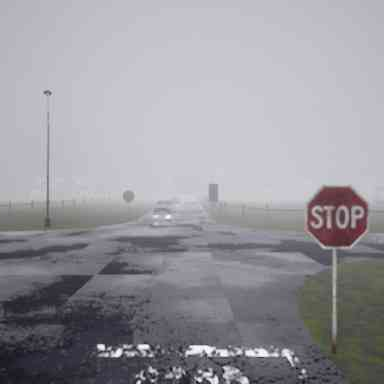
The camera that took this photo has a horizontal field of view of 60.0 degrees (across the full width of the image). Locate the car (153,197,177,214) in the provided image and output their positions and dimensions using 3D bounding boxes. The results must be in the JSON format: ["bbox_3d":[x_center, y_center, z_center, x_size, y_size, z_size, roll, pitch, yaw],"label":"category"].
[{"bbox_3d":[-2.971,1.546,35.045,2.033,1.411,5.357,0,0,0],"label":"car"}]

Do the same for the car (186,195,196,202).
[{"bbox_3d":[-0.250,1.367,71.440,1.994,1.385,4.181,0,0,0],"label":"car"}]

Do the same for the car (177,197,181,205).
[{"bbox_3d":[-3.014,1.537,59.404,2.033,1.411,5.357,0,0,0],"label":"car"}]

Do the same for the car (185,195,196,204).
[{"bbox_3d":[-0.163,1.514,61.643,1.812,1.442,4.674,0,0,1],"label":"car"}]
